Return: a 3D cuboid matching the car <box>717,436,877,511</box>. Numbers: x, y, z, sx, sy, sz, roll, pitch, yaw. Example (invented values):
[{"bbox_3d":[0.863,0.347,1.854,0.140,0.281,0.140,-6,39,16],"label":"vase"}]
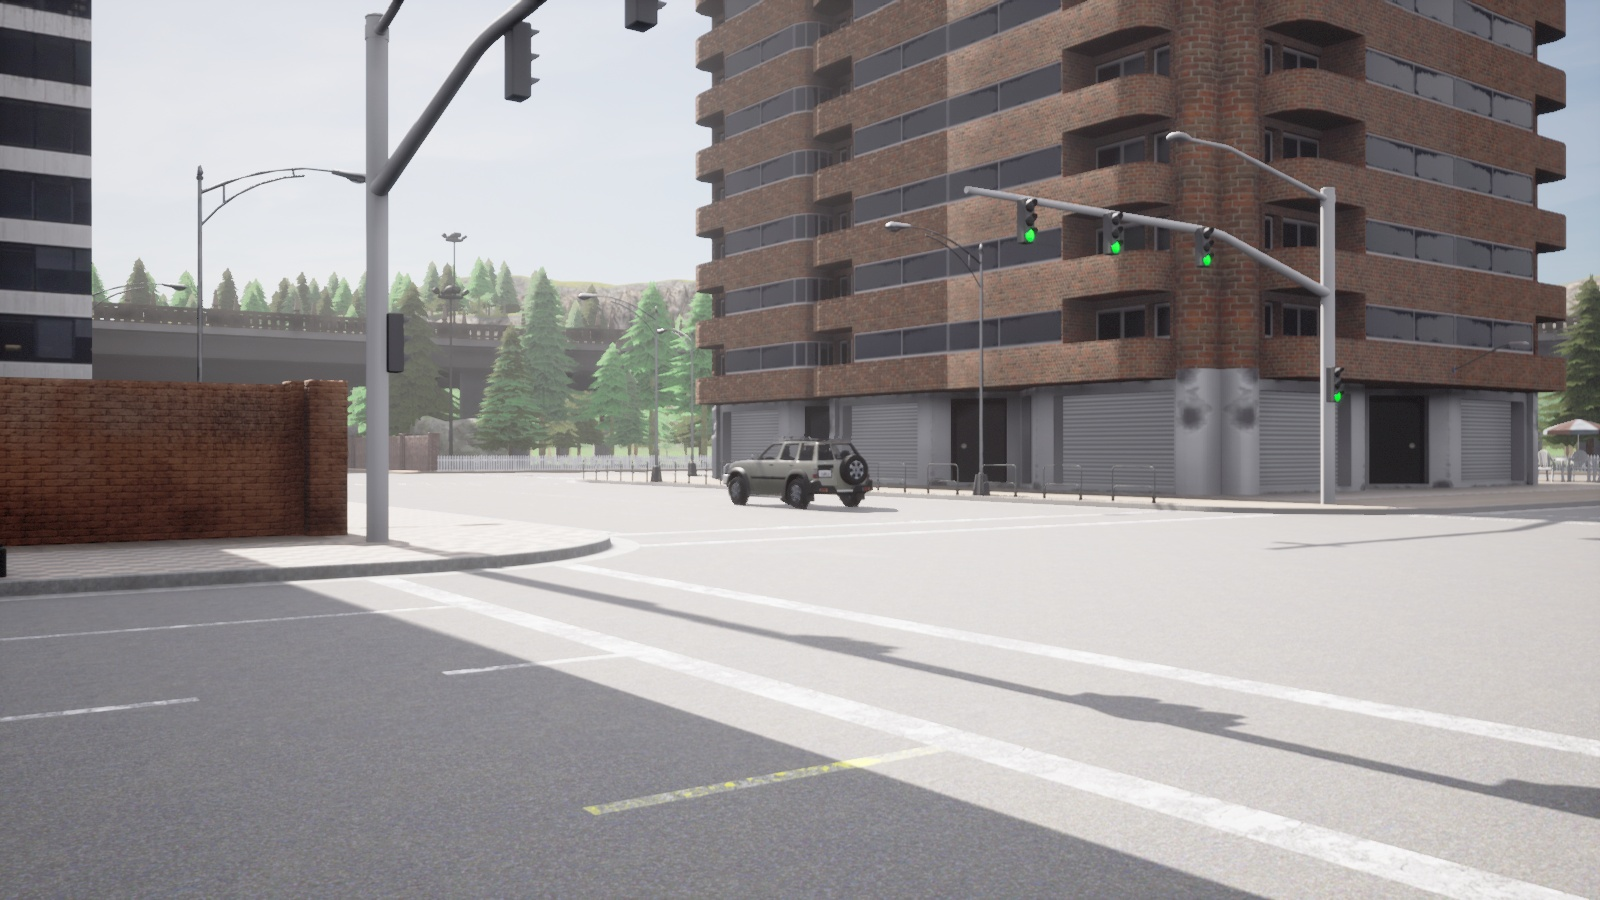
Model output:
[{"bbox_3d":[-0.161,0.578,33.358,1.932,1.855,4.605,0,0,-35],"label":"car"}]
